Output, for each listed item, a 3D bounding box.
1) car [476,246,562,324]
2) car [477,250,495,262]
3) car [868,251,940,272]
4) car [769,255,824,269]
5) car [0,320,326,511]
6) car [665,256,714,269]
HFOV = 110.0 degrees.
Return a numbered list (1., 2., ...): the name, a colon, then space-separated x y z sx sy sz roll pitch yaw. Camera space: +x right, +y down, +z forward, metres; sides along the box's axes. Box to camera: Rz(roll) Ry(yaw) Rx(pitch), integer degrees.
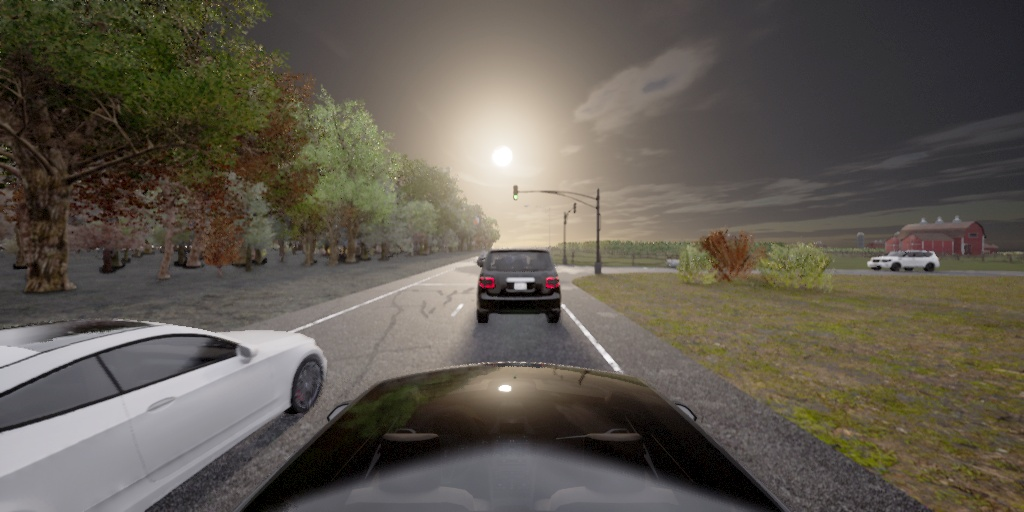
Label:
1. car: 0.108 0.712 10.986 2.150 2.045 5.566 0 2 -2
2. car: -3.380 0.005 47.674 2.033 1.411 5.357 0 2 0
3. car: 38.870 0.495 35.643 5.566 2.045 2.150 1 1 0
4. car: 28.238 0.647 35.704 4.902 1.511 2.128 1 1 0
5. car: -3.399 1.243 2.864 1.812 1.442 4.674 0 2 0
6. car: 17.968 0.642 35.773 4.718 1.301 1.895 1 1 1
